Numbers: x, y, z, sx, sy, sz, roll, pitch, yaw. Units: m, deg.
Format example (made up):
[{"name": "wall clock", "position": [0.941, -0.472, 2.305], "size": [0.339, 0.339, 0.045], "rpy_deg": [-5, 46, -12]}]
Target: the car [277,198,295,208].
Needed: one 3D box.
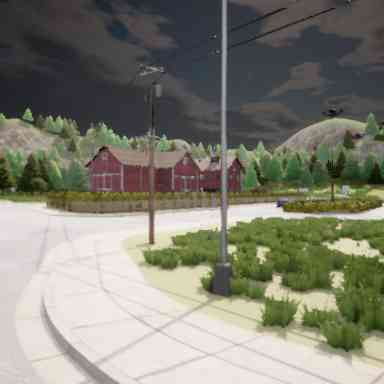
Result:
[{"name": "car", "position": [14.312, 1.584, 49.976], "size": [1.882, 1.535, 5.008], "rpy_deg": [0, 0, 34]}]
